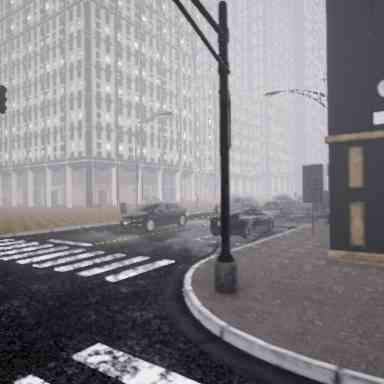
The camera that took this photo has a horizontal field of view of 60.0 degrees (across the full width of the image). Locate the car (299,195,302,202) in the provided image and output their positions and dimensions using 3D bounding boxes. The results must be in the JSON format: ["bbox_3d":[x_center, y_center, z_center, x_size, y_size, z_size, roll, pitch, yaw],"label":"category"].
[{"bbox_3d":[18.352,0.783,52.931,1.887,1.381,4.507,0,1,35],"label":"car"}]

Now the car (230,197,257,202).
[{"bbox_3d":[3.678,1.181,27.636,2.128,1.511,4.902,-1,0,35],"label":"car"}]

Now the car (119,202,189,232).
[{"bbox_3d":[-2.103,1.364,19.438,1.837,1.490,4.892,-1,0,35],"label":"car"}]

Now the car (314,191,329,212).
[{"bbox_3d":[12.218,0.810,29.683,2.192,1.841,5.009,0,1,35],"label":"car"}]

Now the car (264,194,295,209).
[{"bbox_3d":[9.463,1.121,35.828,1.895,1.301,4.718,-1,0,35],"label":"car"}]

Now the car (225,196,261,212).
[{"bbox_3d":[5.337,1.182,34.465,1.947,1.339,4.313,0,1,35],"label":"car"}]

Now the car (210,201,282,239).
[{"bbox_3d":[2.459,1.347,15.839,1.947,1.339,4.313,0,1,35],"label":"car"}]

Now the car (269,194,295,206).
[{"bbox_3d":[11.844,0.993,43.698,1.947,1.339,4.313,0,1,35],"label":"car"}]

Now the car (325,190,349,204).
[{"bbox_3d":[19.400,0.614,44.393,2.097,1.767,4.553,-1,0,35],"label":"car"}]
